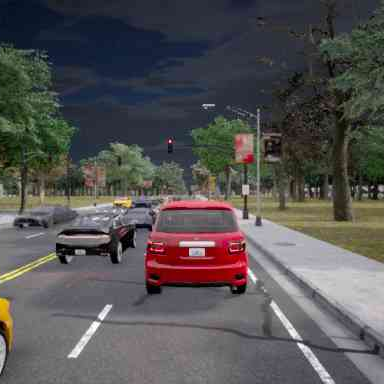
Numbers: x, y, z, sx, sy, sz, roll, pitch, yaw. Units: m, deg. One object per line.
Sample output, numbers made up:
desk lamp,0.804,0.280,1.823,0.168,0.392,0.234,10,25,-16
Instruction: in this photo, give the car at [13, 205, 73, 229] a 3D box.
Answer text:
car,-9.413,1.554,22.068,2.033,1.411,5.357,0,0,6

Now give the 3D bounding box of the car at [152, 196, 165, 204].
car,-6.631,1.591,65.748,2.033,1.411,5.357,0,0,0

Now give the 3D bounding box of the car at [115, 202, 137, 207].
car,-3.180,1.570,20.500,1.994,1.385,4.181,0,0,0

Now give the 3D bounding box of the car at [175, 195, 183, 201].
car,-3.379,1.550,86.783,1.895,1.301,4.718,0,0,0

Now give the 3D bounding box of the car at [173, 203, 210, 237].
car,-0.027,1.483,19.243,1.882,1.535,5.008,0,0,0

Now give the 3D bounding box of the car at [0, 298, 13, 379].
car,-3.153,1.478,2.128,1.882,1.535,5.008,0,0,0

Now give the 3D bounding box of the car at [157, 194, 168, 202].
car,-6.612,1.400,75.980,2.097,1.767,4.553,0,0,0

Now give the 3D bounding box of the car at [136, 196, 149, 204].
car,-9.870,1.550,66.751,1.837,1.490,4.892,0,0,0

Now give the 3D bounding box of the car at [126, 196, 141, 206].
car,-9.916,1.537,56.752,1.837,1.490,4.892,0,0,0

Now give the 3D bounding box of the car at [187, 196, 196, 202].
car,-0.113,1.598,76.342,2.033,1.411,5.357,0,0,0

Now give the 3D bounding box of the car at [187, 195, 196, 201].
car,-0.129,1.480,86.757,2.128,1.511,4.902,0,0,0

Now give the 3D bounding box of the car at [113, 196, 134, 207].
car,-9.907,1.501,47.453,1.882,1.535,5.008,0,0,0

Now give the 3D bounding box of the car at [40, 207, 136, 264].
car,-3.165,1.494,11.837,2.128,1.511,4.902,0,0,0

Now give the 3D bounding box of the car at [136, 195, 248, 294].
car,0.088,1.223,8.926,2.150,2.045,5.566,0,0,0

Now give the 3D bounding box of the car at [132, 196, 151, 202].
car,-6.666,1.623,46.011,1.895,1.301,4.718,0,0,0

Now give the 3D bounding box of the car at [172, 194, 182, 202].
car,-3.363,1.414,76.724,2.097,1.767,4.553,0,0,0
